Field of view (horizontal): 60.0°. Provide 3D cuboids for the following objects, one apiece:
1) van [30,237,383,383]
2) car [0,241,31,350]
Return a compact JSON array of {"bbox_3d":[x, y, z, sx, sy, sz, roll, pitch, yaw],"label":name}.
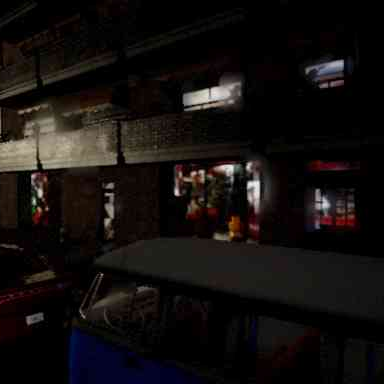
[{"bbox_3d":[0.777,1.336,2.327,3.998,1.788,1.690,1,0,36],"label":"van"},{"bbox_3d":[-3.857,1.496,5.634,4.507,1.381,1.887,1,0,36],"label":"car"}]
